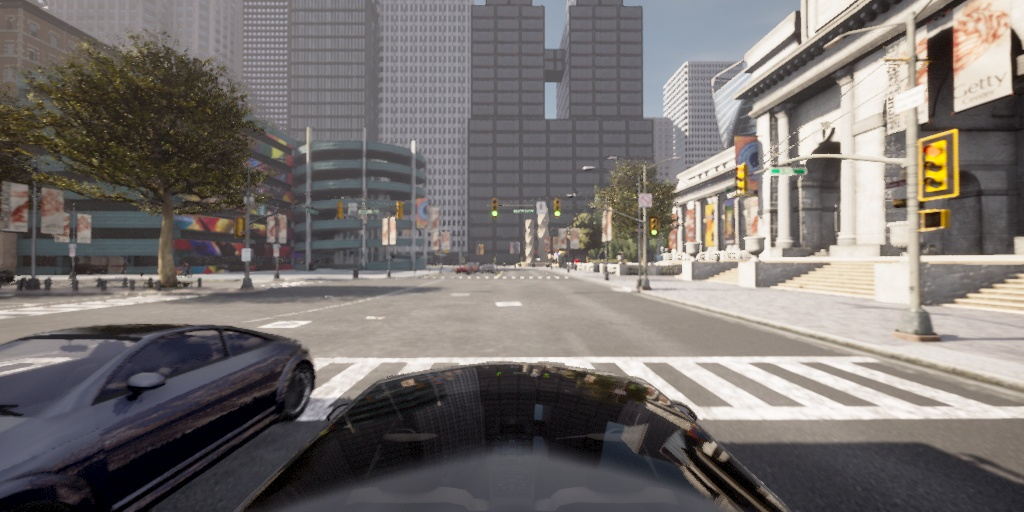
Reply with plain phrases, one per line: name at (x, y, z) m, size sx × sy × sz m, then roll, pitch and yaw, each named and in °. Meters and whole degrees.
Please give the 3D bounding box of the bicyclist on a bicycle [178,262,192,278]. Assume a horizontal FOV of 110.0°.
bicyclist on a bicycle at (-34.209, 1.503, 37.563) m, size 0.582 × 1.620 × 1.656 m, roll 0°, pitch 0°, yaw 0°

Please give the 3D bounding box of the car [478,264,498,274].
car at (-3.571, 1.911, 53.658) m, size 1.837 × 1.490 × 4.892 m, roll 0°, pitch -1°, yaw 0°

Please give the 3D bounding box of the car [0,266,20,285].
car at (-44.548, 1.608, 29.742) m, size 4.892 × 1.490 × 1.837 m, roll 0°, pitch -1°, yaw 0°

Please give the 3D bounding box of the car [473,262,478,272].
car at (-7.072, 1.852, 61.127) m, size 2.097 × 1.767 × 4.553 m, roll 0°, pitch -1°, yaw 0°

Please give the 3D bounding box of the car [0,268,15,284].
car at (-29.188, 1.448, 18.101) m, size 4.902 × 1.511 × 2.128 m, roll 0°, pitch -1°, yaw 0°

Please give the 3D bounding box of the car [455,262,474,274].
car at (-7.069, 1.990, 52.329) m, size 1.895 × 1.301 × 4.718 m, roll 0°, pitch -1°, yaw 0°

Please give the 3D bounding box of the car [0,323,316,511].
car at (-3.601, 1.331, 3.078) m, size 1.994 × 1.385 × 4.181 m, roll 0°, pitch -1°, yaw 0°
